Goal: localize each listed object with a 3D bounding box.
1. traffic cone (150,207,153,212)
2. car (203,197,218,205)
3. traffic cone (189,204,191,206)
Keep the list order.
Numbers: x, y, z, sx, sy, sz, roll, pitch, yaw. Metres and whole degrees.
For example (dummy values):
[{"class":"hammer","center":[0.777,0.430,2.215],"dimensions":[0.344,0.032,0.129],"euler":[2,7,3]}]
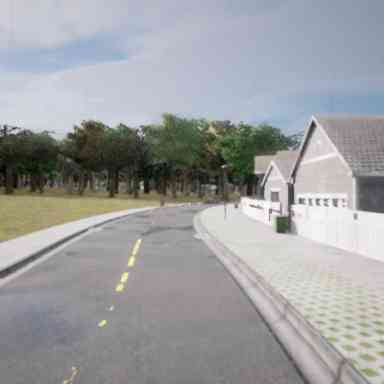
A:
[{"class":"traffic cone","center":[-4.507,1.915,37.107],"dimensions":[0.340,0.580,0.340],"euler":[0,0,7]},{"class":"car","center":[3.452,1.668,61.569],"dimensions":[1.994,1.385,4.181],"euler":[0,0,20]},{"class":"traffic cone","center":[-0.326,2.042,57.100],"dimensions":[0.340,0.580,0.340],"euler":[0,0,17]}]
